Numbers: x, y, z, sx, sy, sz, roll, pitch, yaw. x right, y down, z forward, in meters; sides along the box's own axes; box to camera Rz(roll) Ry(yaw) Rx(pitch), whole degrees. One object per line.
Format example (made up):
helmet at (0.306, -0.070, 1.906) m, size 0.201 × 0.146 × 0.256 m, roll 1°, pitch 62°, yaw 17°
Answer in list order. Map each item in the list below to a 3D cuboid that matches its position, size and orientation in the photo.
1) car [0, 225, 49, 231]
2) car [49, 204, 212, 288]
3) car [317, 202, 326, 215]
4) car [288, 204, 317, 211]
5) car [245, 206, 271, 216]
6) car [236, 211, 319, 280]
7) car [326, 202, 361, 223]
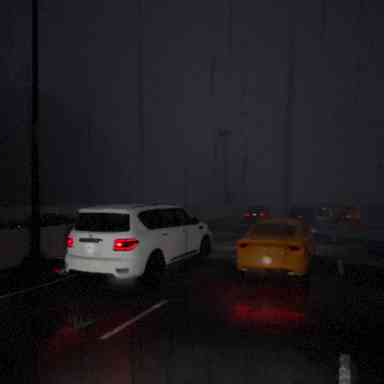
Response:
car at (-8.853, 1.905, 19.475) m, size 1.895 × 1.301 × 4.718 m, roll -1°, pitch -1°, yaw 22°
car at (-1.217, 1.357, 10.007) m, size 2.150 × 2.045 × 5.566 m, roll -1°, pitch -1°, yaw 24°
car at (15.788, 1.923, 39.104) m, size 2.033 × 1.411 × 5.357 m, roll -1°, pitch -1°, yaw 13°
car at (8.902, 1.754, 27.225) m, size 1.882 × 1.535 × 5.008 m, roll -1°, pitch -1°, yaw 18°
car at (5.673, 1.863, 28.532) m, size 2.033 × 1.411 × 5.357 m, roll -1°, pitch -1°, yaw 17°
car at (2.826, 1.591, 10.592) m, size 1.882 × 1.535 × 5.008 m, roll -1°, pitch -1°, yaw 23°
car at (12.751, 1.736, 27.921) m, size 1.882 × 1.535 × 5.008 m, roll -1°, pitch -1°, yaw 16°
